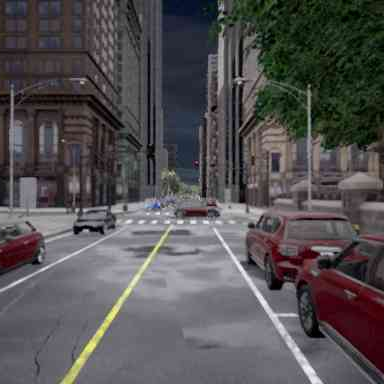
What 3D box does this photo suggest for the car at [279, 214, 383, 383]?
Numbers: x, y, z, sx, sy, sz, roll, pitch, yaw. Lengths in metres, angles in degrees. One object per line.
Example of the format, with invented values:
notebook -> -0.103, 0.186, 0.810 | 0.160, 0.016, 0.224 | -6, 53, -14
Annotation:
car -> 2.764, 1.352, 3.719 | 2.192, 1.841, 5.009 | 0, -1, 0

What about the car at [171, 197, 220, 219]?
car -> 0.495, 1.672, 32.387 | 4.553, 1.767, 2.097 | 1, -1, 0

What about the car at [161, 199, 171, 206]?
car -> -5.778, 2.263, 74.137 | 1.887, 1.381, 4.507 | 0, -1, 0

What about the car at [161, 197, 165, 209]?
car -> -5.773, 1.933, 52.374 | 1.967, 1.590, 4.097 | 0, -1, 0

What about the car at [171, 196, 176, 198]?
car -> -3.016, 2.214, 71.296 | 2.128, 1.511, 4.902 | 0, -1, 0

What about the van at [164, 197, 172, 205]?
van -> -5.779, 2.116, 79.580 | 1.690, 1.788, 3.998 | 0, -1, 0

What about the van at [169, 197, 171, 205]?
van -> -5.777, 2.003, 68.698 | 1.690, 1.788, 3.998 | 0, -1, 0

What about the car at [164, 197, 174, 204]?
car -> -5.781, 2.147, 85.021 | 2.192, 1.841, 5.009 | 0, -1, 0

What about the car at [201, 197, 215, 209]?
car -> 2.751, 1.864, 57.827 | 2.192, 1.841, 5.009 | 0, -1, 0

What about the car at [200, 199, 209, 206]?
car -> 2.747, 2.270, 74.145 | 2.008, 1.369, 4.403 | 0, -1, 0

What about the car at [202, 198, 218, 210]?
car -> 2.752, 1.809, 52.386 | 2.192, 1.841, 5.009 | 0, -1, 0

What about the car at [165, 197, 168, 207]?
car -> -5.775, 2.093, 57.813 | 1.887, 1.381, 4.507 | 0, -1, 0

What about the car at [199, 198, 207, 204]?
car -> 2.745, 2.272, 85.027 | 1.967, 1.590, 4.097 | 0, -1, 0

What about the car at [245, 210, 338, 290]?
car -> 2.763, 1.404, 9.244 | 2.192, 1.841, 5.009 | 0, -1, 0

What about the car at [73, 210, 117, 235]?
car -> -5.765, 1.753, 20.276 | 1.947, 1.339, 4.313 | 0, -1, 0

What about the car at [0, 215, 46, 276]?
car -> -5.763, 1.529, 9.230 | 1.967, 1.590, 4.097 | 0, -1, 0

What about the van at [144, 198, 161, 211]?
van -> -5.772, 1.780, 46.935 | 1.690, 1.788, 3.998 | 0, -1, 0

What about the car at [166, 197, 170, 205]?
car -> -5.776, 2.171, 63.254 | 1.947, 1.339, 4.313 | 0, -1, 0
